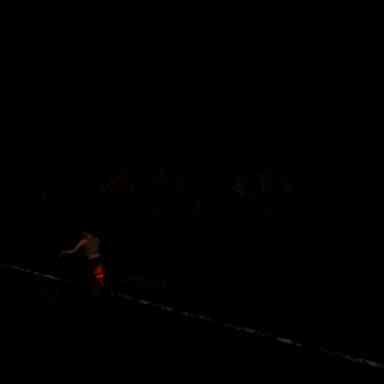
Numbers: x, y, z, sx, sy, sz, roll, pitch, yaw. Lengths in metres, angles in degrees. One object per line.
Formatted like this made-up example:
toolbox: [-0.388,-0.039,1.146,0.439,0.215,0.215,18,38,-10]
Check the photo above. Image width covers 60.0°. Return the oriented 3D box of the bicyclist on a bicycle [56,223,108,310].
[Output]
bicyclist on a bicycle: [-2.148,1.408,6.557,1.509,1.612,0.866,0,0,36]
